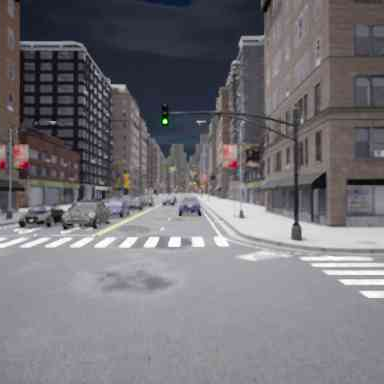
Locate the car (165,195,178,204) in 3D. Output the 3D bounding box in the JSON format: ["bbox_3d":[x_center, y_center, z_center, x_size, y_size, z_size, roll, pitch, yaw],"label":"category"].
[{"bbox_3d":[-3.831,1.399,63.398,2.128,1.511,4.902,0,0,-1],"label":"car"}]

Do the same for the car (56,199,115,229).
[{"bbox_3d":[-6.793,1.363,21.752,2.097,1.767,4.553,0,0,-1],"label":"car"}]

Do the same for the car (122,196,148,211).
[{"bbox_3d":[-6.869,1.537,40.336,1.994,1.385,4.181,0,0,-1],"label":"car"}]

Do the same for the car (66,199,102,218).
[{"bbox_3d":[-10.109,1.503,31.591,1.837,1.490,4.892,0,0,0],"label":"car"}]

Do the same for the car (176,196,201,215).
[{"bbox_3d":[-0.205,1.326,33.364,2.097,1.767,4.553,0,0,-1],"label":"car"}]

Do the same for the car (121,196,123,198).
[{"bbox_3d":[-10.131,1.578,41.639,1.895,1.301,4.718,0,0,-1],"label":"car"}]

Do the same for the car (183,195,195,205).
[{"bbox_3d":[-0.489,1.408,58.382,2.128,1.511,4.902,0,0,0],"label":"car"}]

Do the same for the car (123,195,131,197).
[{"bbox_3d":[-10.226,1.306,51.953,2.097,1.767,4.553,0,0,-1],"label":"car"}]

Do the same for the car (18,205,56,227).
[{"bbox_3d":[-10.052,1.580,22.771,1.994,1.385,4.181,0,0,-1],"label":"car"}]

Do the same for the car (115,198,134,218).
[{"bbox_3d":[-6.861,1.520,30.329,1.812,1.442,4.674,0,0,0],"label":"car"}]

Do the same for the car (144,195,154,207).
[{"bbox_3d":[-6.962,1.303,50.453,2.097,1.767,4.553,0,0,-1],"label":"car"}]

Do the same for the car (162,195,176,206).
[{"bbox_3d":[-3.739,1.537,53.426,1.895,1.301,4.718,0,0,-1],"label":"car"}]
